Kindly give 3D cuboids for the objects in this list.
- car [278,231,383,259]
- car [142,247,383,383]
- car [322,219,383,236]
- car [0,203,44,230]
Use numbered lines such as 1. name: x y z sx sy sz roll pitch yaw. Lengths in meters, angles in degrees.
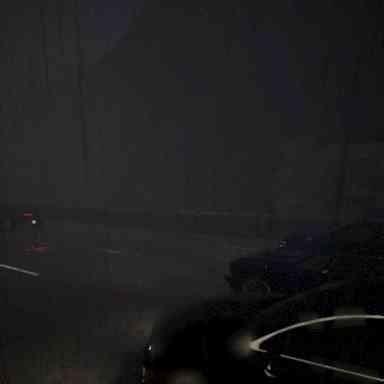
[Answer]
1. car: 3.008 1.601 6.146 4.718 1.301 1.895 0 0 36
2. car: 1.730 1.505 2.758 4.892 1.490 1.837 0 0 36
3. car: 4.858 1.478 9.125 5.008 1.535 1.882 0 0 36
4. car: -11.026 1.441 20.456 4.892 1.490 1.837 0 0 36
